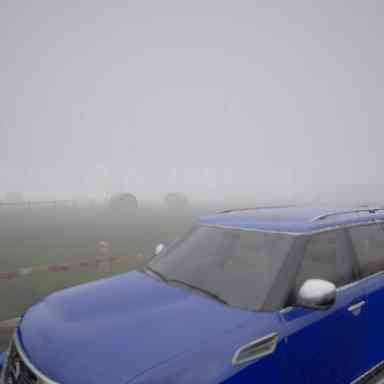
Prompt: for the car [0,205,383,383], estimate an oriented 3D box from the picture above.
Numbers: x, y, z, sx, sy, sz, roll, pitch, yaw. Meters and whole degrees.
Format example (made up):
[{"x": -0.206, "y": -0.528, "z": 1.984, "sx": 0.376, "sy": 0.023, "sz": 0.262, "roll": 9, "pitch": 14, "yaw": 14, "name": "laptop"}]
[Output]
[{"x": 0.924, "y": 1.224, "z": 3.852, "sx": 5.566, "sy": 2.045, "sz": 2.150, "roll": 0, "pitch": 0, "yaw": -37, "name": "car"}]
